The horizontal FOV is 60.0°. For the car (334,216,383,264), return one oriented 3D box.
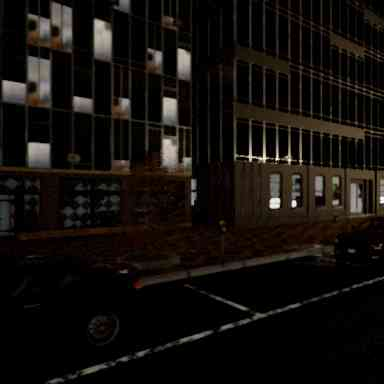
[{"bbox_3d":[6.618,1.514,11.268,4.507,1.381,1.887,0,0,-35],"label":"car"}]

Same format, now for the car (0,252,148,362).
[{"bbox_3d":[-2.656,1.581,4.663,4.206,1.307,1.802,0,0,-35],"label":"car"}]
